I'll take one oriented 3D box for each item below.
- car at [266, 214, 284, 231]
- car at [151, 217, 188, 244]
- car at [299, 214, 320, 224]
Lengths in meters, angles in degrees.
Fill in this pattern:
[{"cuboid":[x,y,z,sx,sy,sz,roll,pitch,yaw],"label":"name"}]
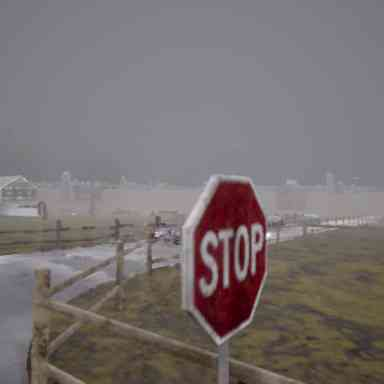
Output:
[{"cuboid":[7.664,3.003,33.377,1.882,1.535,5.008,0,-3,35],"label":"car"},{"cuboid":[-0.627,2.392,21.429,2.128,1.511,4.902,0,-3,35],"label":"car"},{"cuboid":[16.122,3.700,45.464,1.812,1.442,4.674,0,-3,35],"label":"car"}]
